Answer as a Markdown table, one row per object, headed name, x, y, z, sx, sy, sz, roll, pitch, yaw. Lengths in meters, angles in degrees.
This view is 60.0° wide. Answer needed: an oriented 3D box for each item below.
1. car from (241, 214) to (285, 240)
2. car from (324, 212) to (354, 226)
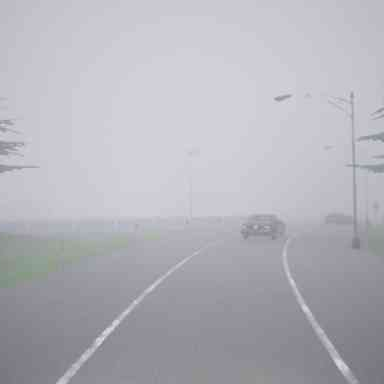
| name | x | y | z | sx | sy | sz | roll | pitch | yaw |
| --- | --- | --- | --- | --- | --- | --- | --- | --- | --- |
| car | 4.388 | 2.019 | 20.084 | 2.033 | 1.411 | 5.357 | -1 | -2 | 23 |
| car | 17.115 | 3.090 | 38.652 | 4.902 | 1.511 | 2.128 | 3 | -5 | -45 |
